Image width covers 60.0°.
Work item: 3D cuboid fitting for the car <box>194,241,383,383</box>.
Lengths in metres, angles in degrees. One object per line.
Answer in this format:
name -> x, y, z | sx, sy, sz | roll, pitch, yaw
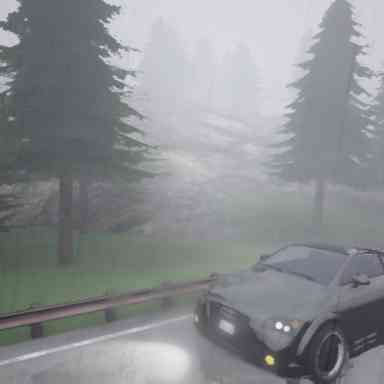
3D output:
car -> 2.108, 1.553, 5.388 | 4.181, 1.385, 1.994 | 0, 0, -34
